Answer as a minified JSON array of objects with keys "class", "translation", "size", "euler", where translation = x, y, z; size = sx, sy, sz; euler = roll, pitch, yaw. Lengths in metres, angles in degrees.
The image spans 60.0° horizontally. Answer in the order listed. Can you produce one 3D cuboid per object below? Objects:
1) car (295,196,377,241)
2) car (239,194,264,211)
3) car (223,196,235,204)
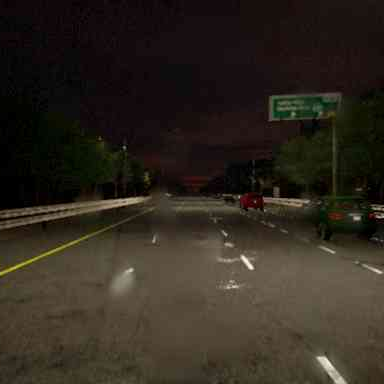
[{"class":"car","translation":[7.010,1.217,16.817],"size":[2.150,2.045,5.566],"euler":[0,0,0]},{"class":"car","translation":[7.050,1.201,39.652],"size":[2.150,2.045,5.566],"euler":[0,0,0]},{"class":"car","translation":[7.085,1.475,64.241],"size":[1.837,1.490,4.892],"euler":[0,0,0]}]
